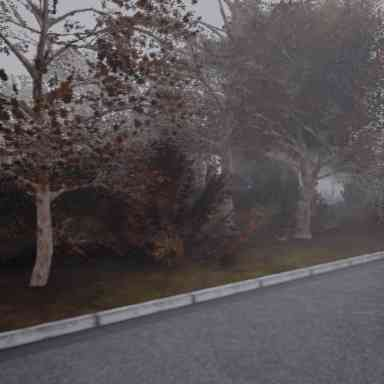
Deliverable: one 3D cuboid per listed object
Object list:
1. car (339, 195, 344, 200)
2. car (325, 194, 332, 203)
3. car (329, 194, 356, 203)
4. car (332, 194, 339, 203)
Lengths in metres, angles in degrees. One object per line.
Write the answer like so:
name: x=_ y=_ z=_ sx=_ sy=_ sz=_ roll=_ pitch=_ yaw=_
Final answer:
car: x=32.229 y=1.954 z=77.923 sx=2.002 sy=1.452 sz=4.674 roll=0 pitch=0 yaw=-36
car: x=27.683 y=1.698 z=74.703 sx=2.435 sy=2.045 sz=5.566 roll=0 pitch=0 yaw=-36
car: x=36.645 y=1.634 z=81.111 sx=2.435 sy=2.045 sz=5.566 roll=0 pitch=0 yaw=-36
car: x=29.847 y=1.680 z=76.252 sx=2.435 sy=2.045 sz=5.566 roll=0 pitch=0 yaw=-36
